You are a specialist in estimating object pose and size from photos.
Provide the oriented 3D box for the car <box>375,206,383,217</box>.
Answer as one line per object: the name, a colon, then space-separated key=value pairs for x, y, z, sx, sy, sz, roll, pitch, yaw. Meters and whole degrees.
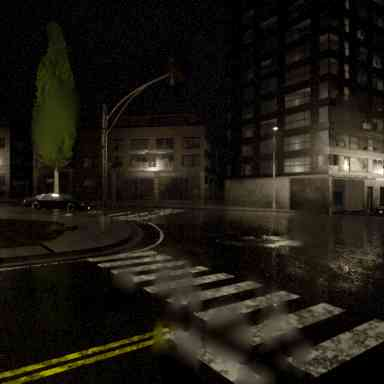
car: x=18.212 y=1.539 z=28.832 sx=4.181 sy=1.385 sz=1.994 roll=0 pitch=3 yaw=-6

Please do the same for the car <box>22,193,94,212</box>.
car: x=-10.582 y=0.786 z=26.271 sx=5.357 sy=1.411 sz=2.033 roll=1 pitch=0 yaw=11
